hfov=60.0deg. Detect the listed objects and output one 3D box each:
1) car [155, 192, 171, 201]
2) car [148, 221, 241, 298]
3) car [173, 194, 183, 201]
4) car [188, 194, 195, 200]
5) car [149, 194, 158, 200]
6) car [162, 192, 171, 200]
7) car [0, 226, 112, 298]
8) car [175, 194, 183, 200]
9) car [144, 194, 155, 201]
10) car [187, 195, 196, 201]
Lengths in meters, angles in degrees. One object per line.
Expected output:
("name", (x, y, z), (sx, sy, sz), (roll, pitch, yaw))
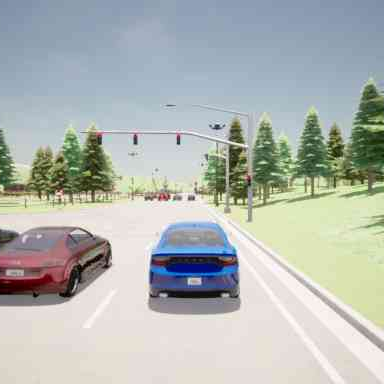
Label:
("car", (-7.141, 1.217, 82.471), (2.150, 2.045, 5.566), (0, 0, 0))
("car", (0.055, 1.478, 8.550), (1.882, 1.535, 5.008), (0, 0, 0))
("car", (-3.641, 1.346, 82.800), (2.097, 1.767, 4.553), (0, 0, 0))
("car", (-0.158, 1.385, 92.873), (1.994, 1.385, 4.181), (0, 0, 0))
("car", (-10.658, 1.332, 92.855), (1.837, 1.490, 4.892), (0, 0, 0))
("car", (-7.158, 1.057, 92.891), (2.150, 2.045, 5.566), (0, 0, 0))
("car", (-3.451, 1.564, 8.578), (1.994, 1.385, 4.181), (0, 0, 1))
("car", (-3.658, 1.385, 92.867), (1.994, 1.385, 4.181), (0, 0, 0))
("car", (-10.640, 1.491, 82.435), (1.837, 1.490, 4.892), (0, 0, 0))
("car", (-0.140, 1.469, 82.453), (1.882, 1.535, 5.008), (0, 0, 0))
